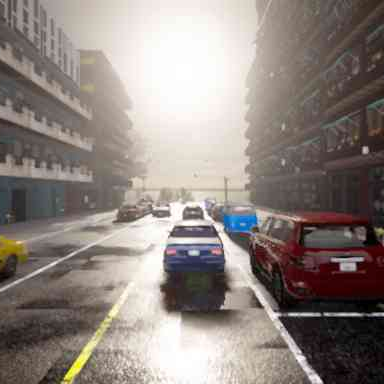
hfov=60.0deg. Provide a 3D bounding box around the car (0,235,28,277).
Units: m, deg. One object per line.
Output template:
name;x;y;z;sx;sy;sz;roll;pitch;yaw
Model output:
car;-5.702;1.591;7.862;1.752;1.417;4.829;-1;0;0

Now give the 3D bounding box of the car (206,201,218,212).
car;2.679;1.794;30.743;2.008;1.369;4.403;-1;0;0

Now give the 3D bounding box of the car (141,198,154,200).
car;-5.705;1.640;42.025;2.192;1.841;5.009;-1;0;0

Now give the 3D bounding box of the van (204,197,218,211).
van;2.676;1.707;47.738;1.690;1.788;3.998;-1;0;0

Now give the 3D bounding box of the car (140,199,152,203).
car;-5.701;1.835;36.359;2.008;1.369;4.403;-1;0;0

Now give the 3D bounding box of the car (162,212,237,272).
car;0.066;1.639;11.103;2.033;1.411;5.357;0;0;0

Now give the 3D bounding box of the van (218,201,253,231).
van;2.676;1.498;19.414;1.690;1.788;3.998;-1;0;0

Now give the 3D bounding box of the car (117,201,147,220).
car;-5.702;1.787;30.693;1.887;1.381;4.507;-1;0;0

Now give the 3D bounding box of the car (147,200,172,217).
car;-3.102;1.824;35.211;2.033;1.411;5.357;0;0;0

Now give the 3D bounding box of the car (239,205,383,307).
car;2.675;1.382;8.085;2.192;1.841;5.009;-1;0;0

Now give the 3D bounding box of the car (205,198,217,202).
car;2.677;1.725;36.409;1.967;1.590;4.097;-1;0;0

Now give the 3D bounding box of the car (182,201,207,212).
car;0.087;1.811;31.308;1.994;1.385;4.181;0;0;0
